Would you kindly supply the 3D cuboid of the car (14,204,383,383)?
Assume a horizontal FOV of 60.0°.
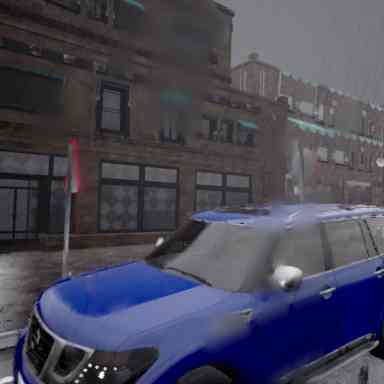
[{"bbox_3d":[0.868,1.217,4.311,5.566,2.045,2.150,0,0,-36],"label":"car"}]
